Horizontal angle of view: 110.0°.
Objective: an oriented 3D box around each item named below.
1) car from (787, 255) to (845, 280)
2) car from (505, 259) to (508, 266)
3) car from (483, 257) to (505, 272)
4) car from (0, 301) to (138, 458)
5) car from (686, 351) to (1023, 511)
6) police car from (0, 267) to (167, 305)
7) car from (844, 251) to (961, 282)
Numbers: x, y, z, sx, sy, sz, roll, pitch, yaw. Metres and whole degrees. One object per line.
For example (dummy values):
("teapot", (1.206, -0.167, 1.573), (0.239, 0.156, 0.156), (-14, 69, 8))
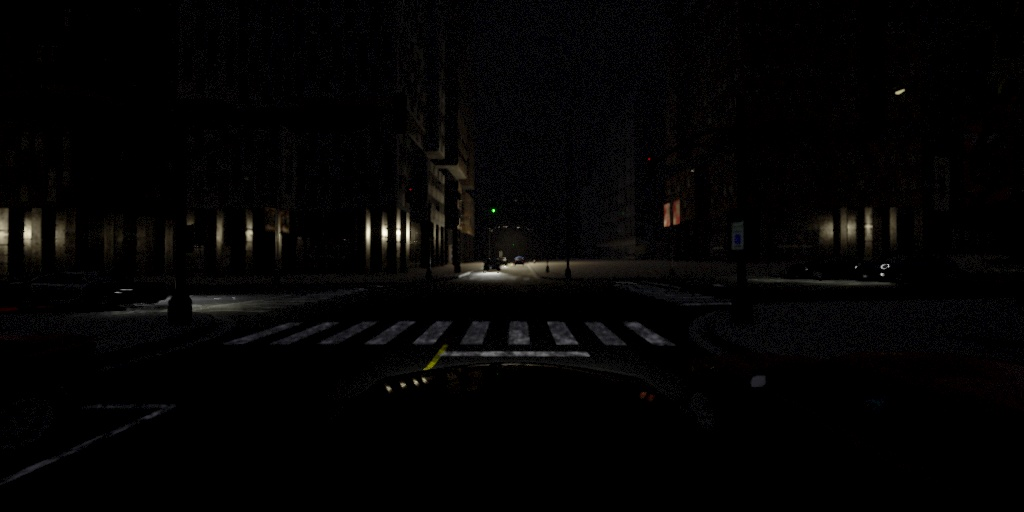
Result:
("car", (21.298, 0.735, 23.993), (5.008, 1.535, 1.882), (-1, -1, 1))
("car", (-1.739, 1.009, 64.628), (2.128, 1.511, 4.902), (0, 0, 2))
("car", (-2.347, 1.068, 43.262), (2.128, 1.511, 4.902), (0, 0, 2))
("car", (-5.761, 1.291, 2.319), (1.888, 1.381, 4.507), (0, 0, 1))
("car", (2.765, 1.293, 2.240), (1.888, 1.381, 4.507), (0, 0, 1))
("police car", (-17.005, 1.291, 14.538), (5.238, 1.638, 1.930), (-1, -1, 1))
("car", (22.653, 0.550, 20.730), (4.553, 1.767, 2.097), (-1, -1, 1))
